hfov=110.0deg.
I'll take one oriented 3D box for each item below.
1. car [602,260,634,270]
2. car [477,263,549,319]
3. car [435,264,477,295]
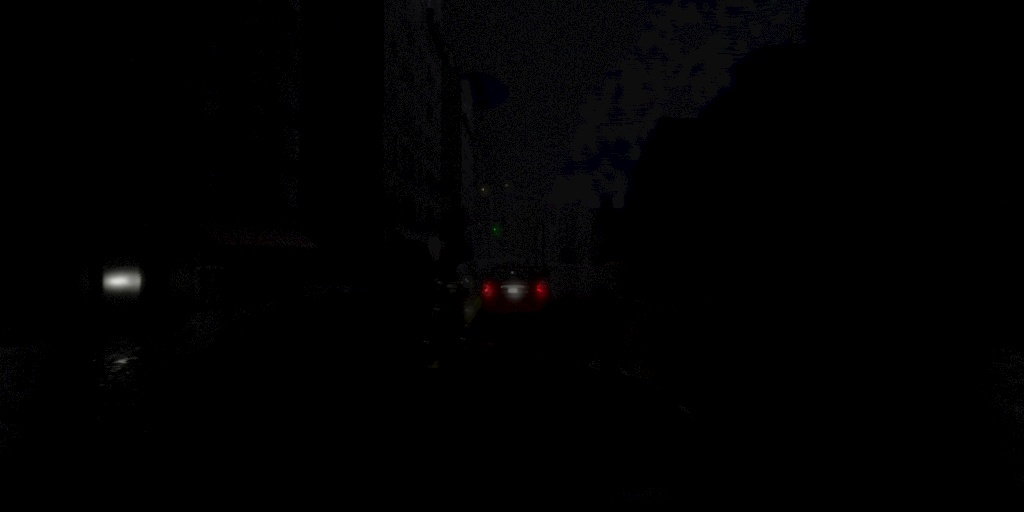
[{"bbox_3d":[13.902,1.183,45.232,4.829,1.417,1.751,0,0,0],"label":"car"},{"bbox_3d":[0.093,1.068,12.744,2.097,1.767,4.553,0,0,0],"label":"car"},{"bbox_3d":[-2.839,1.172,19.498,1.882,1.535,5.008,0,0,0],"label":"car"}]
